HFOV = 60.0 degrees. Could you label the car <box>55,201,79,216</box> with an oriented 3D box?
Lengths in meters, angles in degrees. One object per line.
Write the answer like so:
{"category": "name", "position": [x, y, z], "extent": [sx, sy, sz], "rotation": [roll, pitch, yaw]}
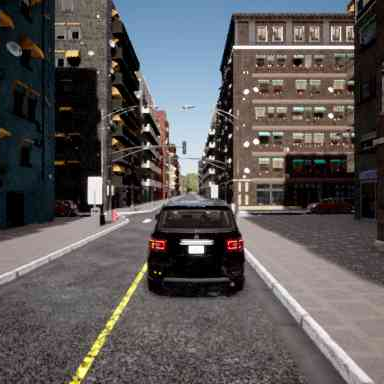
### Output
{"category": "car", "position": [-13.556, 1.578, 33.075], "extent": [4.097, 1.590, 1.967], "rotation": [-1, 0, 0]}

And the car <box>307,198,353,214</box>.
{"category": "car", "position": [13.549, 1.320, 33.005], "extent": [4.097, 1.590, 1.967], "rotation": [-1, 0, 0]}

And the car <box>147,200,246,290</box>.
{"category": "car", "position": [0.092, 1.223, 9.197], "extent": [2.150, 2.045, 5.566], "rotation": [0, 0, 0]}

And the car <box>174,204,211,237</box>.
{"category": "car", "position": [-0.009, 1.509, 19.020], "extent": [1.837, 1.490, 4.892], "rotation": [0, 0, -1]}
